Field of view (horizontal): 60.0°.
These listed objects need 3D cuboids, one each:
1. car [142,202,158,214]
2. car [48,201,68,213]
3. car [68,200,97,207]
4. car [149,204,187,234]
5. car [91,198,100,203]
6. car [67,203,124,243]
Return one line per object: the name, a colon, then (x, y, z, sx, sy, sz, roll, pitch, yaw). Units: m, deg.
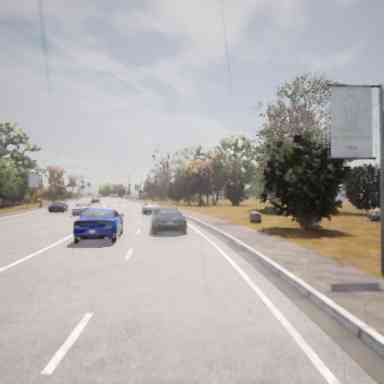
car: (-4.632, 1.766, 37.704, 1.895, 1.301, 4.718, 0, 0, -12)
car: (-16.236, 1.788, 40.509, 1.895, 1.301, 4.718, 0, 0, -13)
car: (-11.300, 1.760, 34.580, 1.895, 1.301, 4.718, 0, 0, -12)
car: (-1.433, 1.651, 19.898, 1.994, 1.385, 4.181, 0, 0, -7)
car: (-21.324, 1.921, 73.714, 1.895, 1.301, 4.718, 0, 0, -15)
car: (-4.545, 1.556, 16.670, 1.882, 1.535, 5.008, 0, 0, -7)
